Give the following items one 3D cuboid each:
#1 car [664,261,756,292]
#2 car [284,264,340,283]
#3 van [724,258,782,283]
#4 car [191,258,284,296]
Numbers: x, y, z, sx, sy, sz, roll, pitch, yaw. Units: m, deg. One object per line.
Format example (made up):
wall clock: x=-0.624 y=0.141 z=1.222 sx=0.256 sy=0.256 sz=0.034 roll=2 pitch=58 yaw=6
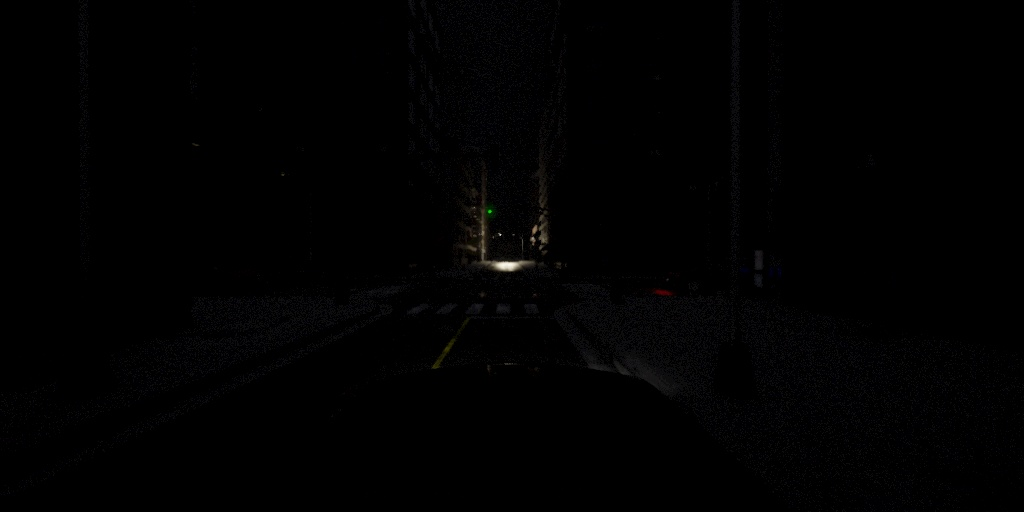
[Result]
car: x=11.388 y=1.196 z=20.544 sx=5.008 sy=1.535 sz=1.882 roll=0 pitch=0 yaw=0
car: x=-14.746 y=1.229 z=25.974 sx=4.313 sy=1.339 sz=1.948 roll=0 pitch=0 yaw=0
van: x=17.218 y=1.026 z=25.948 sx=3.998 sy=1.789 sz=1.690 roll=0 pitch=0 yaw=0
car: x=-14.757 y=1.032 z=17.949 sx=5.009 sy=1.841 sz=2.192 roll=0 pitch=0 yaw=0
